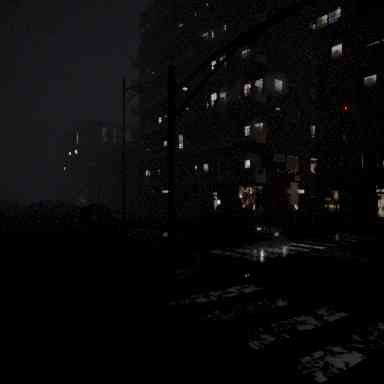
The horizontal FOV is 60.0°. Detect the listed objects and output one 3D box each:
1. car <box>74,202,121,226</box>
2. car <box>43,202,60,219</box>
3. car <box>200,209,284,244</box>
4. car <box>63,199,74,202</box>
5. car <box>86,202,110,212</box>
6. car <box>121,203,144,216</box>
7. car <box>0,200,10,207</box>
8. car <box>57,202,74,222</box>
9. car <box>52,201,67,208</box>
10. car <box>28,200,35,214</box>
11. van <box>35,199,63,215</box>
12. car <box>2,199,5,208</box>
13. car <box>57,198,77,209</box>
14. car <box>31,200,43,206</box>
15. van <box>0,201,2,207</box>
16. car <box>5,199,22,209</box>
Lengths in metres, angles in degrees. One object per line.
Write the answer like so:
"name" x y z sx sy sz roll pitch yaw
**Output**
"car" -7.551 1.777 26.316 1.967 1.590 4.097 -1 0 -35
"car" -13.960 2.036 35.314 2.008 1.369 4.403 -1 0 -35
"car" 2.363 1.649 16.842 2.128 1.511 4.902 0 -1 -35
"car" -15.697 2.053 42.190 1.837 1.490 4.892 0 -1 -35
"car" -13.752 2.192 48.604 1.947 1.339 4.313 -1 0 -35
"car" -7.444 2.006 39.749 1.752 1.417 4.829 -1 0 -35
"car" -42.714 2.666 75.674 1.752 1.417 4.829 -1 0 -35
"car" -10.656 1.934 30.677 1.752 1.417 4.829 -1 0 -35
"car" -26.567 2.462 66.591 1.887 1.381 4.507 -1 0 -35
"car" -20.374 2.073 44.314 1.967 1.590 4.097 -1 0 -35
"van" -17.170 1.900 39.815 1.690 1.788 3.998 -1 0 -35
"car" -36.401 2.542 66.813 1.887 1.381 4.507 -1 0 -35
"car" -23.368 2.160 62.094 2.192 1.841 5.009 -1 0 -35
"car" -39.382 2.773 84.578 1.947 1.339 4.313 -1 0 -35
"van" -39.610 2.411 71.313 1.690 1.788 3.998 -1 0 -35
"car" -33.197 2.365 62.313 1.967 1.590 4.097 -1 0 -35
